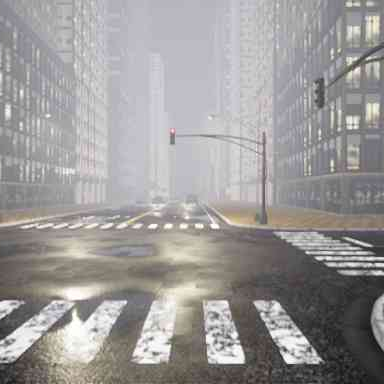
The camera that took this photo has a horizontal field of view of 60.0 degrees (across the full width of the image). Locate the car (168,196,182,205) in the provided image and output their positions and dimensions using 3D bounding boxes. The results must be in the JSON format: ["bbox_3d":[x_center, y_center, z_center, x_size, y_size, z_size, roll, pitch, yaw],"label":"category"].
[{"bbox_3d":[-3.183,1.736,60.253,1.895,1.301,4.718,0,0,0],"label":"car"}]

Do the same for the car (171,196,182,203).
[{"bbox_3d":[-3.173,1.535,70.225,2.128,1.511,4.902,0,0,0],"label":"car"}]

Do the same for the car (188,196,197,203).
[{"bbox_3d":[0.078,1.580,70.637,1.994,1.385,4.181,0,0,0],"label":"car"}]

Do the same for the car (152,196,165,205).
[{"bbox_3d":[-6.429,1.505,64.425,2.097,1.767,4.553,0,0,0],"label":"car"}]

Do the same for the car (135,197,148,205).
[{"bbox_3d":[-9.679,1.700,64.398,2.033,1.411,5.357,0,0,0],"label":"car"}]

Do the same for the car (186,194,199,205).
[{"bbox_3d":[0.067,1.357,60.251,2.150,2.045,5.566,0,0,0],"label":"car"}]
